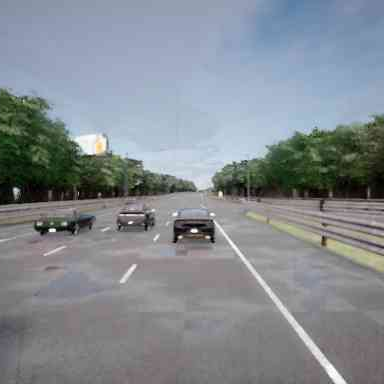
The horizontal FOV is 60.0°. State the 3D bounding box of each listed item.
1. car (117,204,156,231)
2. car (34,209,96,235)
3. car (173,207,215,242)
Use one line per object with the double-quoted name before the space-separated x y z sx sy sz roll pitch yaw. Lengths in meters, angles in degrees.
"car" -3.409 1.513 20.887 2.128 1.511 4.902 0 0 0
"car" -6.907 1.618 18.692 1.895 1.301 4.718 0 0 0
"car" 0.093 1.491 16.497 1.882 1.535 5.008 0 0 0
